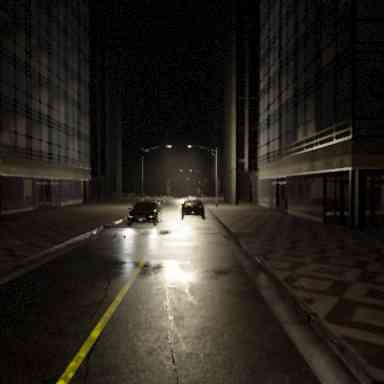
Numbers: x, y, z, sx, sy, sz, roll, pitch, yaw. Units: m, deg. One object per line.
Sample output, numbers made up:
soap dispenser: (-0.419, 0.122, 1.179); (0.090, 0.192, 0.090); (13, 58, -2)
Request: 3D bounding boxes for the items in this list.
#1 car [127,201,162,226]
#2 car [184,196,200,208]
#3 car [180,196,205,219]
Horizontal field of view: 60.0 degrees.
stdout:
car: (-3.031, 1.366, 21.942); (1.837, 1.490, 4.892); (0, 0, 0)
car: (0.039, 1.300, 44.407); (2.033, 1.411, 5.357); (0, 0, 0)
car: (0.063, 1.324, 27.258); (2.128, 1.511, 4.902); (0, 0, 0)
